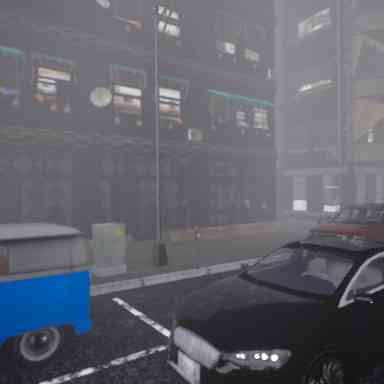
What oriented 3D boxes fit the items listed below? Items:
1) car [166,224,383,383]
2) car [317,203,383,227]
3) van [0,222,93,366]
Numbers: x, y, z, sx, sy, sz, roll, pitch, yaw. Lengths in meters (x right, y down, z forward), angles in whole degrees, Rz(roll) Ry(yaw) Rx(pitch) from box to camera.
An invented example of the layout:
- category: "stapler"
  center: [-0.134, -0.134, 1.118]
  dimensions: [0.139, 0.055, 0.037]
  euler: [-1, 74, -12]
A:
- category: "car"
  center: [1.958, 1.488, 4.779]
  dimensions: [4.902, 1.511, 2.128]
  euler: [0, 0, -36]
- category: "car"
  center: [5.791, 1.306, 10.701]
  dimensions: [5.009, 1.841, 2.192]
  euler: [0, -1, -36]
- category: "van"
  center: [-3.313, 1.342, 4.171]
  dimensions: [3.998, 1.788, 1.690]
  euler: [0, -1, -36]
